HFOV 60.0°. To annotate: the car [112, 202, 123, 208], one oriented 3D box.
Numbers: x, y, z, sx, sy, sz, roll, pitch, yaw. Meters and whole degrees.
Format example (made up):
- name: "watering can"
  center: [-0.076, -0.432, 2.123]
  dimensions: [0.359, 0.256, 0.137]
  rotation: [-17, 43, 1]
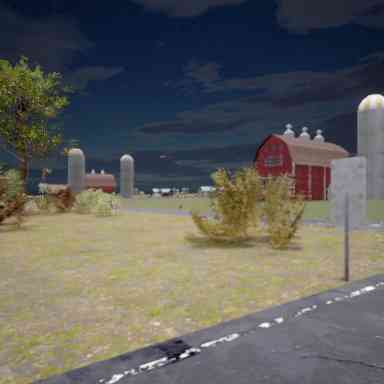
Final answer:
- name: "car"
  center: [-12.956, 1.758, 54.142]
  dimensions: [2.097, 1.767, 4.553]
  rotation: [0, -1, -35]
